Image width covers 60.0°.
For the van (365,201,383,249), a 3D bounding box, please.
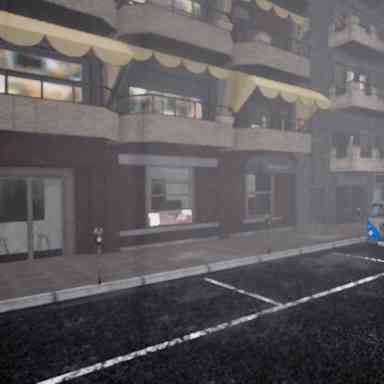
[{"bbox_3d":[8.025,1.167,12.262,3.998,1.788,1.690,-1,0,-35],"label":"van"}]
